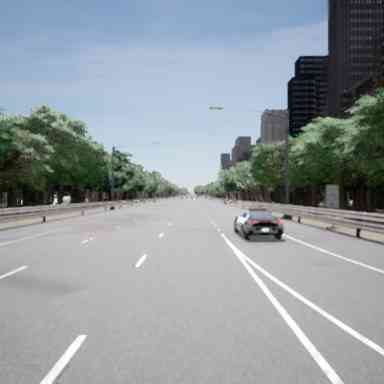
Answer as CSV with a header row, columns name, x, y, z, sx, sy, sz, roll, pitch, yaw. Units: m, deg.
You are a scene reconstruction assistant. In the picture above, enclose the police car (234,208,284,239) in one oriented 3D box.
name,x,y,z,sx,sy,sz,roll,pitch,yaw
police car,3.580,1.710,18.747,2.038,1.542,4.974,0,-1,-1
